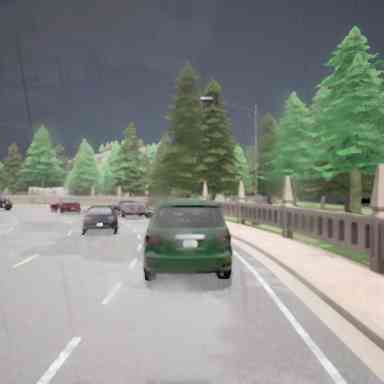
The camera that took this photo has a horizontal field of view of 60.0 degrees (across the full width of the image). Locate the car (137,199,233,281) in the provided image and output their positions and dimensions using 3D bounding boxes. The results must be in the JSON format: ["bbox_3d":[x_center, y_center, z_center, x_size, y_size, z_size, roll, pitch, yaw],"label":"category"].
[{"bbox_3d":[-0.226,1.201,9.927,2.150,2.045,5.566,0,0,-4],"label":"car"}]

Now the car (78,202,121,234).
[{"bbox_3d":[-5.219,1.482,18.988,1.812,1.442,4.674,0,0,-14],"label":"car"}]

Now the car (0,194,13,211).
[{"bbox_3d":[-22.759,1.136,37.957,5.566,2.045,2.150,0,0,35],"label":"car"}]

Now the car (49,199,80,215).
[{"bbox_3d":[-12.956,1.401,33.698,1.882,1.535,5.008,0,0,-39],"label":"car"}]

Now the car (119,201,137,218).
[{"bbox_3d":[-5.814,1.481,29.483,2.033,1.411,5.357,0,0,-29],"label":"car"}]
